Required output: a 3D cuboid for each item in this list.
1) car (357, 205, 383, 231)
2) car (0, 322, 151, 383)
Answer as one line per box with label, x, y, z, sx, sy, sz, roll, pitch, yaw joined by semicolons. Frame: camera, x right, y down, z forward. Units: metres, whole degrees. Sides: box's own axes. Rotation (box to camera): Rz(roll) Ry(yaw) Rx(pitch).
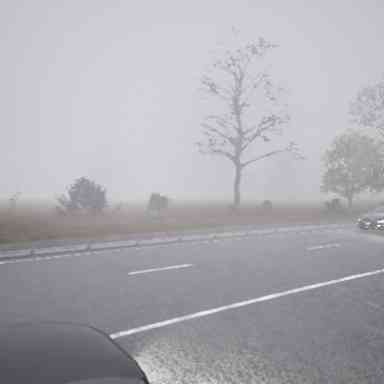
car;11.527;1.456;18.881;4.892;1.490;1.837;0;0;-27
car;-2.250;1.555;2.021;4.181;1.385;1.994;0;0;-36
